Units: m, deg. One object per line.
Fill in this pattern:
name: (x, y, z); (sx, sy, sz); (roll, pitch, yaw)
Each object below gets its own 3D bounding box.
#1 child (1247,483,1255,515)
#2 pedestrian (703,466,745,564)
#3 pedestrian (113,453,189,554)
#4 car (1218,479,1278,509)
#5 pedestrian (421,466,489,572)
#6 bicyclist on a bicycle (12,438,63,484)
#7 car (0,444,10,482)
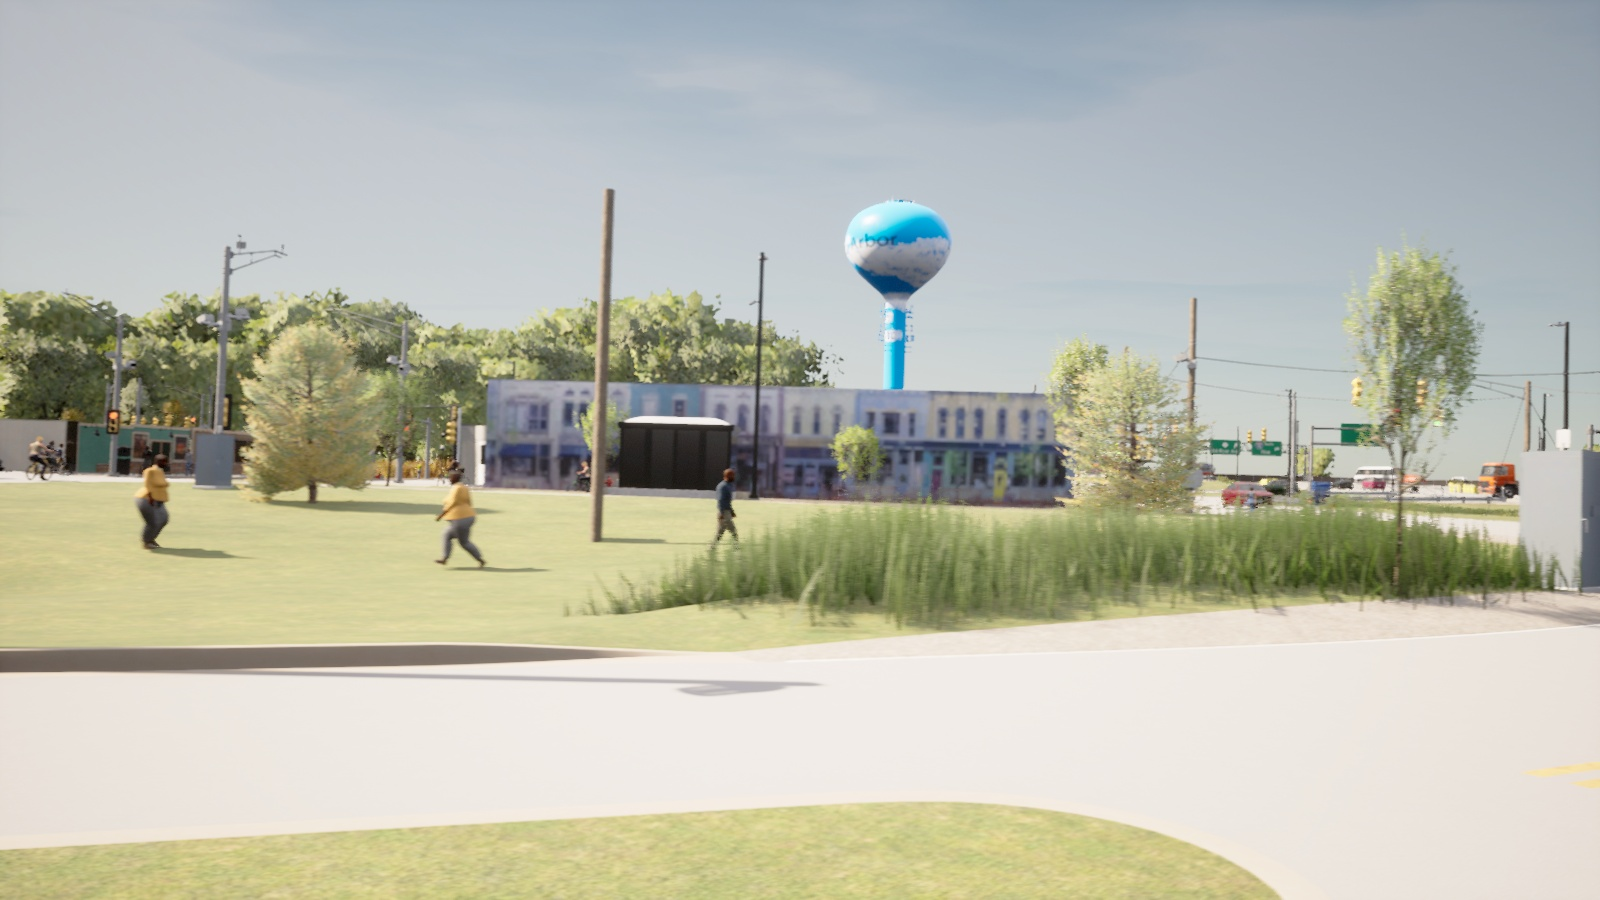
child: (17.963, 1.937, 50.015); (0.270, 1.263, 0.437); (1, -2, 16)
pedestrian: (-1.448, 1.244, 24.010); (0.726, 1.835, 0.370); (2, -2, 0)
pedestrian: (-12.296, 1.007, 23.830); (0.900, 1.855, 0.874); (2, -2, 1)
car: (24.755, 2.393, 69.573); (1.882, 1.535, 5.008); (1, -1, 5)
pedestrian: (-6.232, 1.247, 22.752); (0.900, 1.855, 0.874); (2, -2, 2)
bicyclist on a bicycle: (-27.705, 0.400, 45.650); (0.866, 1.612, 1.509); (2, -1, 1)
car: (-30.863, 0.404, 44.820); (2.033, 1.411, 5.357); (2, -1, -2)
